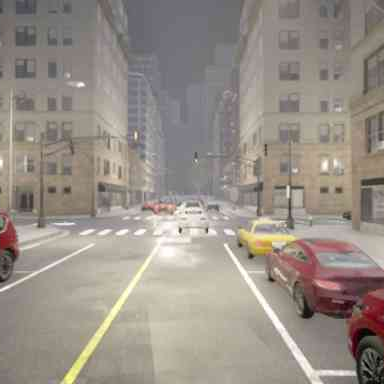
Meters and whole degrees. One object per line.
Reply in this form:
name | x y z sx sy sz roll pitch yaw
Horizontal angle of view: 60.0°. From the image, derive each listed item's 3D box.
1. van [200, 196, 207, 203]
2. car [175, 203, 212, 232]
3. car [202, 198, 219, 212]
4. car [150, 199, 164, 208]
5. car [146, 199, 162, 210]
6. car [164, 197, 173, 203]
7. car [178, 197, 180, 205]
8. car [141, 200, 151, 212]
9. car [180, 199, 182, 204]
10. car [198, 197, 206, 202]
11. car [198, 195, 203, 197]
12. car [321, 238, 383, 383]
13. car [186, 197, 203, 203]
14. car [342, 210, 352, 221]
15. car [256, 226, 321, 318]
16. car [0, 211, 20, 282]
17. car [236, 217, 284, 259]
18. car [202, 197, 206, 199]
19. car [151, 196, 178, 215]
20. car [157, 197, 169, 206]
van | 2.771 1.872 82.889 1.690 1.788 3.998 1 0 0
car | 0.097 1.704 21.405 1.812 1.442 4.674 0 0 0
car | 2.768 1.910 44.923 2.008 1.369 4.403 0 0 0
car | -5.757 1.963 55.777 1.887 1.381 4.507 1 0 0
car | -5.757 1.830 50.355 1.967 1.590 4.097 1 0 0
car | -5.757 2.081 82.893 2.008 1.369 4.403 1 0 0
car | -3.068 1.881 47.768 1.837 1.490 4.892 0 0 0
car | -5.758 1.904 44.930 1.887 1.381 4.507 0 0 0
car | -3.002 1.990 57.496 1.994 1.385 4.181 0 0 0
car | 2.768 2.128 93.737 1.947 1.339 4.313 1 0 0
car | 2.770 1.952 77.465 1.967 1.590 4.097 1 0 0
car | 2.767 1.334 1.717 2.192 1.841 5.009 0 -1 0
car | 0.099 1.862 46.844 2.128 1.511 4.902 0 0 0
car | 14.952 1.783 28.014 4.181 1.385 1.994 0 -1 0
car | 2.767 1.656 7.265 1.802 1.307 4.206 0 -1 0
car | -5.758 1.388 7.275 2.192 1.841 5.009 0 -1 0
car | 2.767 1.651 12.990 1.752 1.417 4.829 0 -1 0
car | 2.769 1.945 55.939 1.752 1.417 4.829 1 0 0
car | -3.149 1.673 38.765 2.097 1.767 4.553 0 0 2
car | -5.756 1.907 66.625 1.967 1.590 4.097 1 0 0
